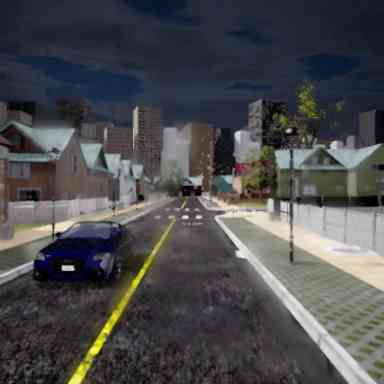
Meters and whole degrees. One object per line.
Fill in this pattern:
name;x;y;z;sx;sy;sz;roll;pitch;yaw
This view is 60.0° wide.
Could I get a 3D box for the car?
car;-2.826;1.534;9.583;1.994;1.385;4.181;0;0;0
